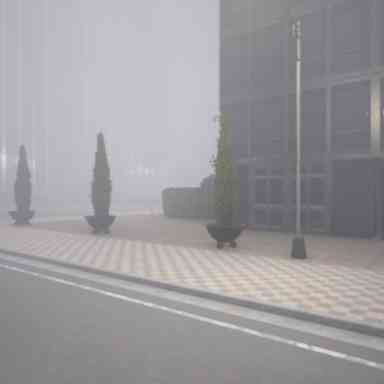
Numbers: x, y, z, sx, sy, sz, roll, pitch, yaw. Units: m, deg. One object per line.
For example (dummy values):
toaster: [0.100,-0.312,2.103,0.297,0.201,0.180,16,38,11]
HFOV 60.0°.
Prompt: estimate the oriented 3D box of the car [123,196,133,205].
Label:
car: [-9.945,1.443,58.233,2.128,1.511,4.902,0,0,35]

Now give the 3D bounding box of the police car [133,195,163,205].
police car: [-6.981,1.380,56.257,1.930,1.638,5.238,0,0,35]
